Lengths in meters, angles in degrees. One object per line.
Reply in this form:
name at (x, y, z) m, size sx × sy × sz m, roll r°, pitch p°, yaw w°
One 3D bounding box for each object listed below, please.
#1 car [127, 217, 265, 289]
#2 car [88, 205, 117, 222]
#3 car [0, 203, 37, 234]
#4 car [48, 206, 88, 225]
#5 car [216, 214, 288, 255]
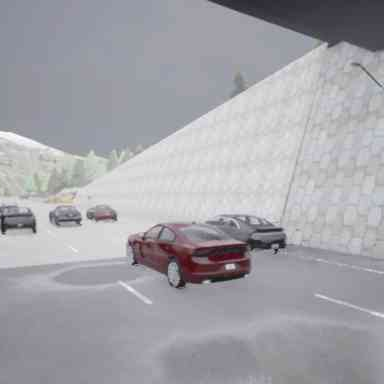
car at (-0.367, 1.587, 9.773) m, size 1.882 × 1.535 × 5.008 m, roll 1°, pitch -1°, yaw -30°
car at (-8.235, 1.879, 30.142) m, size 1.994 × 1.385 × 4.181 m, roll 1°, pitch -1°, yaw -30°
car at (-10.916, 1.697, 20.862) m, size 2.128 × 1.511 × 4.902 m, roll 1°, pitch -1°, yaw -30°
car at (-10.153, 1.817, 26.485) m, size 2.033 × 1.411 × 5.357 m, roll 1°, pitch -1°, yaw -30°
car at (1.592, 1.645, 13.355) m, size 2.128 × 1.511 × 4.902 m, roll 1°, pitch -1°, yaw -30°
